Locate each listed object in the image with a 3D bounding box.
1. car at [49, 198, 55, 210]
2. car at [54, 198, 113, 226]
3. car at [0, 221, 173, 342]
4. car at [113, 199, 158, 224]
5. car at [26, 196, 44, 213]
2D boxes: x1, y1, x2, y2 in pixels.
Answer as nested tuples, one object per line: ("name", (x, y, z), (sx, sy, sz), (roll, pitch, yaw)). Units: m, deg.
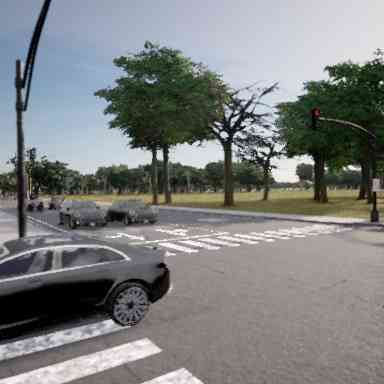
("car", (-16.489, 1.483, 41.299), (2.128, 1.511, 4.902), (-1, 0, -34))
("car", (-7.111, 1.331, 21.526), (2.097, 1.767, 4.553), (-1, 0, -34))
("car", (-2.675, 1.527, 5.517), (4.902, 1.511, 2.128), (-1, 0, -33))
("car", (-4.153, 1.280, 22.951), (2.097, 1.767, 4.553), (-1, 0, -34))
("car", (-18.541, 1.515, 38.523), (1.882, 1.535, 5.008), (-1, 0, -34))
